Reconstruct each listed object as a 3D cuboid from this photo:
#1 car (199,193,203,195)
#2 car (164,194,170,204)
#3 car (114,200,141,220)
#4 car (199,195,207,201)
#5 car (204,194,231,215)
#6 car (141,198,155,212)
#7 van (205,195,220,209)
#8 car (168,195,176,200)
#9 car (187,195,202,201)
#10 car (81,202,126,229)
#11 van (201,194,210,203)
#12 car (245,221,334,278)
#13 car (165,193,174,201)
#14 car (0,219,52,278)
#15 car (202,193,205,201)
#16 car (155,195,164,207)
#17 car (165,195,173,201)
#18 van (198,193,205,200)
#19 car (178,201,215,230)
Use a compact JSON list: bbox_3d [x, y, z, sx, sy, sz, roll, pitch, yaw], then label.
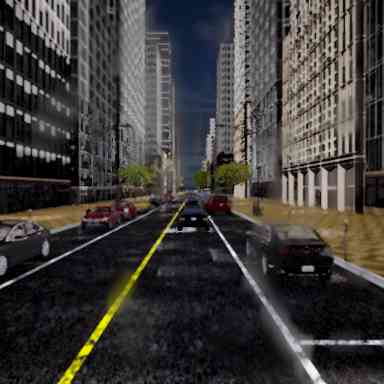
[{"bbox_3d":[2.688,1.353,61.041,1.967,1.590,4.097,-1,0,0],"label":"car"},{"bbox_3d":[-5.691,1.464,61.042,2.008,1.369,4.403,-1,0,0],"label":"car"},{"bbox_3d":[-5.696,1.404,26.939,1.967,1.590,4.097,-1,0,0],"label":"car"},{"bbox_3d":[2.692,1.428,83.775,2.008,1.369,4.403,-1,0,0],"label":"car"},{"bbox_3d":[2.684,1.270,32.622,2.192,1.841,5.009,-1,0,0],"label":"car"},{"bbox_3d":[-5.694,1.473,38.137,1.752,1.417,4.829,-1,0,0],"label":"car"},{"bbox_3d":[2.686,1.280,43.990,1.690,1.788,3.998,-1,0,0],"label":"van"},{"bbox_3d":[-5.688,1.441,95.145,1.802,1.307,4.206,-1,0,0],"label":"car"},{"bbox_3d":[0.105,1.437,39.863,2.128,1.511,4.902,0,0,0],"label":"car"},{"bbox_3d":[-5.695,1.553,21.256,1.802,1.307,4.206,-1,0,0],"label":"car"},{"bbox_3d":[2.688,1.245,66.724,1.690,1.788,3.998,-1,0,0],"label":"van"},{"bbox_3d":[2.684,1.537,9.887,2.008,1.369,4.403,-1,0,0],"label":"car"},{"bbox_3d":[-5.691,1.336,72.409,1.967,1.590,4.097,-1,0,0],"label":"car"},{"bbox_3d":[-5.697,1.538,9.888,2.008,1.369,4.403,-1,0,0],"label":"car"},{"bbox_3d":[2.685,1.262,38.306,2.192,1.841,5.009,-1,0,0],"label":"car"},{"bbox_3d":[-5.693,1.497,49.674,1.947,1.339,4.313,-1,0,0],"label":"car"},{"bbox_3d":[-5.689,1.460,83.776,1.802,1.307,4.206,-1,0,0],"label":"car"},{"bbox_3d":[2.691,1.199,95.143,1.690,1.788,3.998,-1,0,0],"label":"van"},{"bbox_3d":[0.101,1.519,20.644,2.033,1.411,5.357,0,0,0],"label":"car"}]
